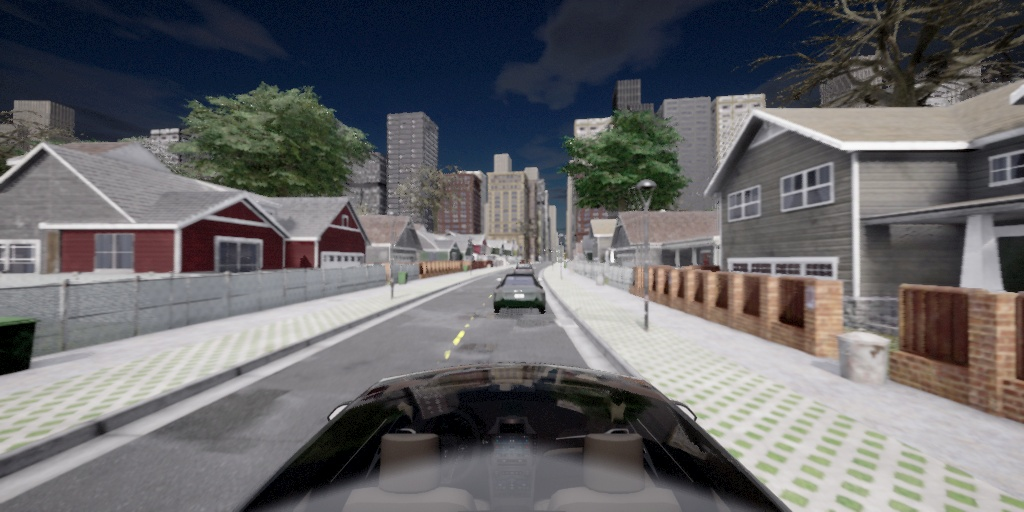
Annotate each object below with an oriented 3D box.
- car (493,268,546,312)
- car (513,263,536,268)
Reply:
[{"bbox_3d":[0.312,1.378,14.568,1.994,1.385,4.181,0,0,2],"label":"car"},{"bbox_3d":[1.131,1.403,32.734,2.128,1.511,4.902,0,0,3],"label":"car"}]
